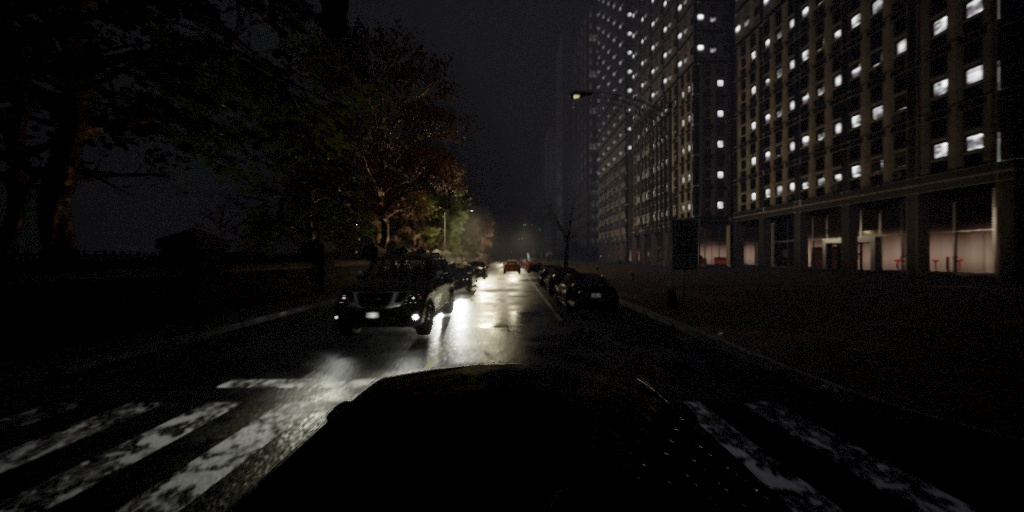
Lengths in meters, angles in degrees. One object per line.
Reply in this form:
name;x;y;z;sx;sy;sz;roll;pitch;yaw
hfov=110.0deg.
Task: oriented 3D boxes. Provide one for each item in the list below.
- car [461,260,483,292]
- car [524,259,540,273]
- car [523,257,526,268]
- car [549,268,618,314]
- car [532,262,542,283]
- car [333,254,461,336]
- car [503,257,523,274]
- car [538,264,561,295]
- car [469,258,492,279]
car;-3.103;1.215;21.048;2.128;1.511;4.902;0;0;0
car;2.684;1.249;41.706;1.888;1.381;4.507;0;0;0
car;2.683;1.141;47.338;1.967;1.591;4.097;0;0;0
car;2.687;1.299;13.543;1.948;1.339;4.313;0;0;0
car;2.686;1.285;24.808;1.948;1.339;4.313;0;0;0
car;-3.103;0.958;10.746;2.150;2.045;5.566;0;0;0
car;-0.006;1.183;39.994;1.882;1.535;5.008;0;0;0
car;2.687;1.292;19.176;1.948;1.339;4.313;0;0;0
car;-3.093;1.217;31.473;1.837;1.490;4.892;0;0;0
